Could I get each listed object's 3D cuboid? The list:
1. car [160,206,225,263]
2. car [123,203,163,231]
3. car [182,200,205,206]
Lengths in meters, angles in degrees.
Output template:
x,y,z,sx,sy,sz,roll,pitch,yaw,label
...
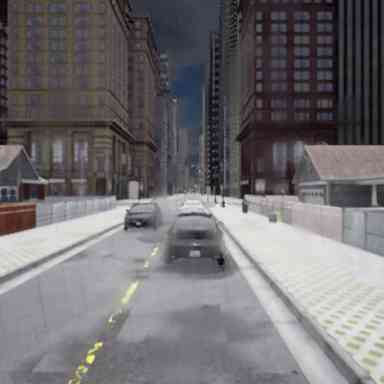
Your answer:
x,y,z,sx,sy,sz,roll,pitch,yaw,label
0.091,1.458,11.689,1.837,1.490,4.892,0,0,0,car
-2.843,1.404,20.167,1.882,1.535,5.008,0,0,0,car
0.097,1.429,27.836,1.812,1.442,4.674,0,0,0,car
